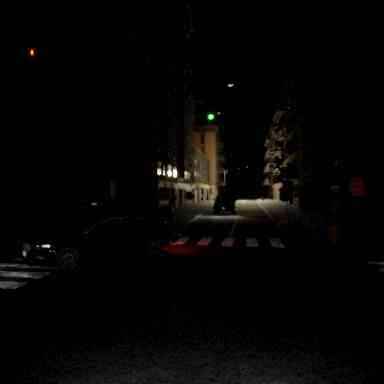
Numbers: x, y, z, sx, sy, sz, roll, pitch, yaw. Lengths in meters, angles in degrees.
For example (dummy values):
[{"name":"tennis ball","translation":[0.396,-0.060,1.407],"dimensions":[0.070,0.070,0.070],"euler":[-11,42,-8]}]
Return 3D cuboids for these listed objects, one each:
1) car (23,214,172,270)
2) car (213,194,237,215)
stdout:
[{"name":"car","translation":[-2.975,1.514,11.250],"dimensions":[4.902,1.511,2.128],"euler":[0,0,-40]},{"name":"car","translation":[3.472,1.194,34.647],"dimensions":[2.150,2.045,5.566],"euler":[0,0,9]}]
